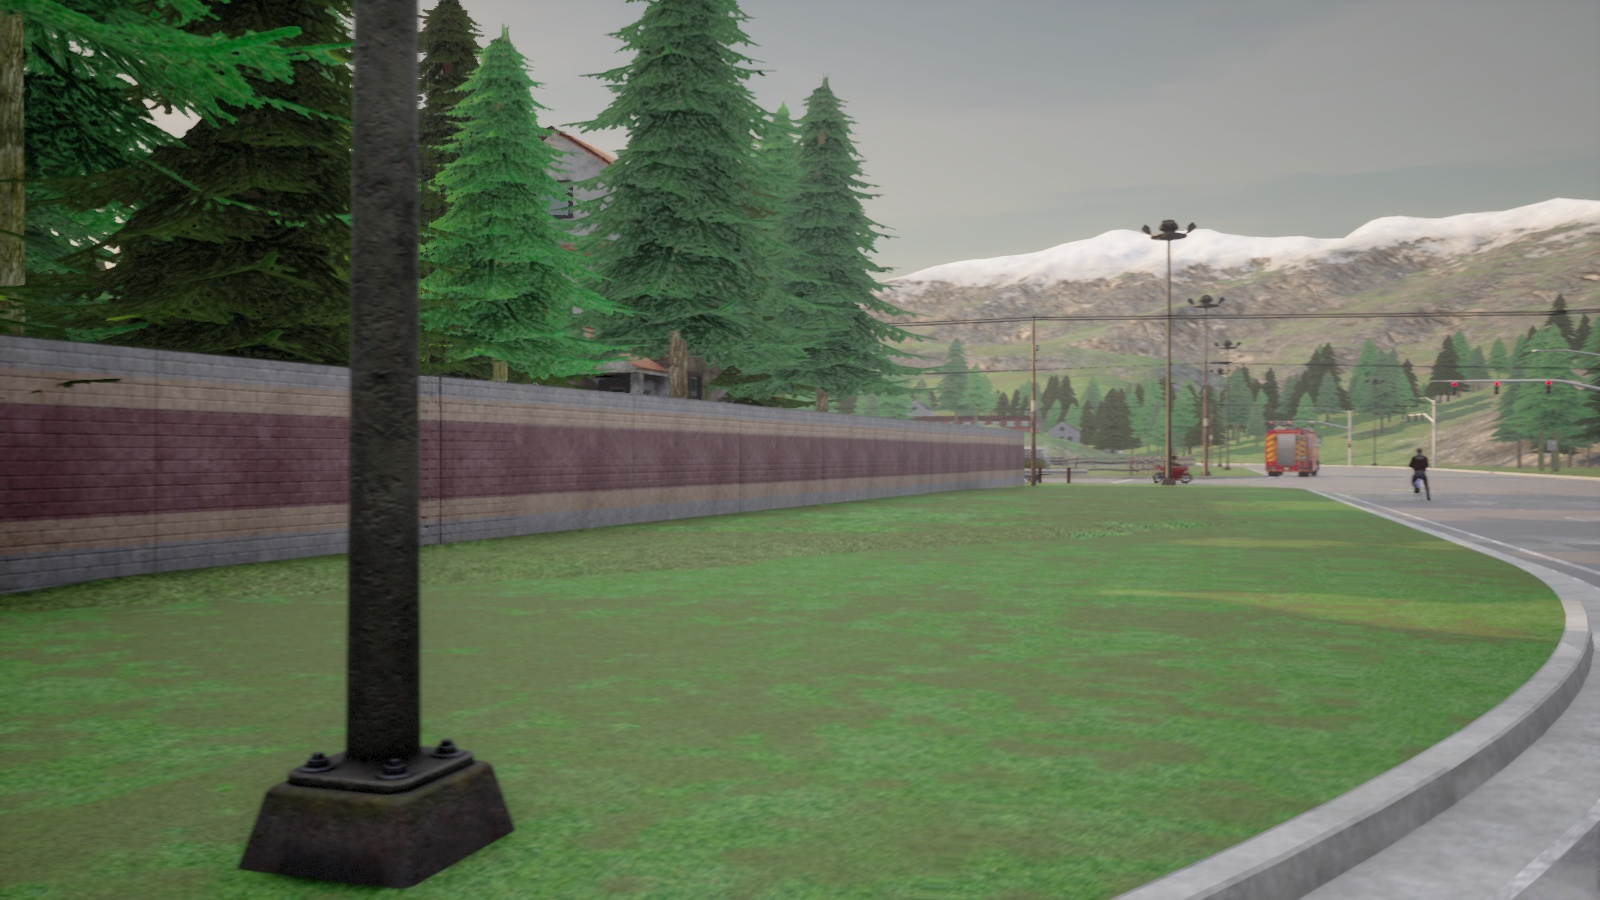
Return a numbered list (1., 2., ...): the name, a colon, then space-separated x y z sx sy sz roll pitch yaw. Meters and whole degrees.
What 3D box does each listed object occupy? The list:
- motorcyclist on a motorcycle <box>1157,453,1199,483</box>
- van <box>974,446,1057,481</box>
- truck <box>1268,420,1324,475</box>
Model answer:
1. motorcyclist on a motorcycle: 19.814 0.948 65.924 2.044 1.523 0.797 0 -1 11
2. van: 12.302 0.759 71.703 4.442 1.987 1.775 0 0 18
3. truck: 36.233 -0.134 91.616 2.891 3.827 8.468 0 0 28
